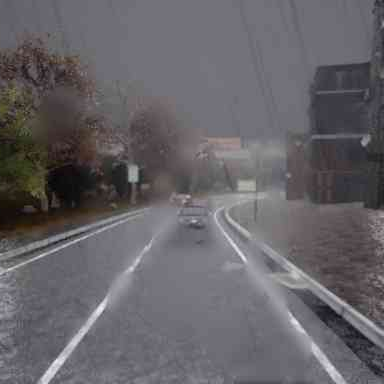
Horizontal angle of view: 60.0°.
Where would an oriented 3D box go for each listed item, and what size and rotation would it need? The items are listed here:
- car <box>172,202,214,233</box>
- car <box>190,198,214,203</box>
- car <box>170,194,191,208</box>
[{"bbox_3d":[0.131,1.512,19.238,2.033,1.411,5.357,0,0,1],"label":"car"},{"bbox_3d":[1.496,1.407,38.713,2.033,1.411,5.357,1,1,9],"label":"car"},{"bbox_3d":[-1.316,1.081,43.298,2.097,1.767,4.553,1,1,12],"label":"car"}]
